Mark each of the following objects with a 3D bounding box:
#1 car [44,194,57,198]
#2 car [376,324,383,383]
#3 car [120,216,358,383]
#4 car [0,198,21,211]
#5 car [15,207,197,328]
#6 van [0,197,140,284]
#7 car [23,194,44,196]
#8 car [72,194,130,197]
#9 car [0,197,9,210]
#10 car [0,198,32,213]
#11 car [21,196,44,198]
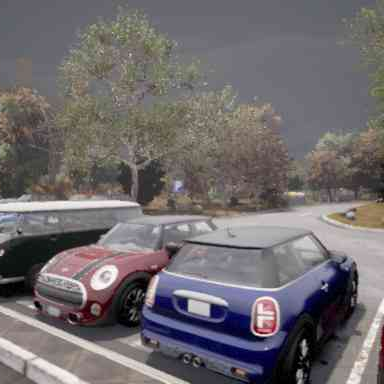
[{"bbox_3d":[-9.562,1.202,29.341,2.435,2.045,5.566,0,0,35],"label":"car"},{"bbox_3d":[3.592,1.351,3.925,2.185,1.767,4.553,0,0,35],"label":"car"},{"bbox_3d":[1.308,1.348,5.550,2.185,1.767,4.553,0,0,35],"label":"car"},{"bbox_3d":[-23.162,1.472,39.047,2.097,1.535,5.008,0,0,35],"label":"car"},{"bbox_3d":[-0.940,1.346,7.227,2.185,1.767,4.553,0,0,35],"label":"car"},{"bbox_3d":[-3.309,1.243,8.731,1.878,1.987,4.442,0,0,35],"label":"van"},{"bbox_3d":[-16.369,1.204,34.186,2.435,2.045,5.566,0,0,35],"label":"car"},{"bbox_3d":[-7.393,1.204,27.799,2.435,2.045,5.566,0,0,35],"label":"car"},{"bbox_3d":[-25.536,1.475,40.517,1.946,1.575,5.366,0,0,35],"label":"car"},{"bbox_3d":[-20.907,1.495,37.413,2.163,1.488,4.792,0,0,35],"label":"car"},{"bbox_3d":[-14.085,1.453,32.589,2.097,1.535,5.008,0,0,35],"label":"car"}]
